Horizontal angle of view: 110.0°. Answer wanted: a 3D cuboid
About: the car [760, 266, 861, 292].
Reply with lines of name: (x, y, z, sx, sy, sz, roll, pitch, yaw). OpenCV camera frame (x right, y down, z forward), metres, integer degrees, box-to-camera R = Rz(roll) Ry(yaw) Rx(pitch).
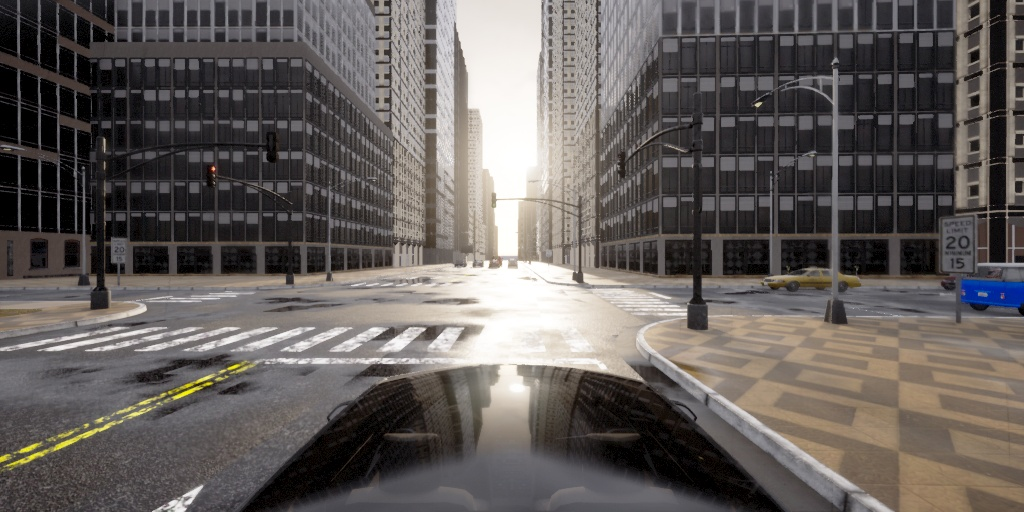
car: (17.131, 1.293, 20.699, 4.829, 1.417, 1.751, 0, 0, 2)

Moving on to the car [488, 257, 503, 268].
car: (-3.104, 1.386, 63.331, 1.812, 1.442, 4.674, 0, 0, 0)

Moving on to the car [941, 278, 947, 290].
car: (26.964, 1.356, 20.190, 4.207, 1.307, 1.802, 0, 0, 2)

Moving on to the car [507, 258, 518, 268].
car: (0.146, 1.407, 63.323, 2.033, 1.411, 5.357, 0, 0, 0)

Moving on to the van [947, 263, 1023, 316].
van: (18.382, 1.119, 12.524, 3.998, 1.789, 1.690, 0, 0, 2)
